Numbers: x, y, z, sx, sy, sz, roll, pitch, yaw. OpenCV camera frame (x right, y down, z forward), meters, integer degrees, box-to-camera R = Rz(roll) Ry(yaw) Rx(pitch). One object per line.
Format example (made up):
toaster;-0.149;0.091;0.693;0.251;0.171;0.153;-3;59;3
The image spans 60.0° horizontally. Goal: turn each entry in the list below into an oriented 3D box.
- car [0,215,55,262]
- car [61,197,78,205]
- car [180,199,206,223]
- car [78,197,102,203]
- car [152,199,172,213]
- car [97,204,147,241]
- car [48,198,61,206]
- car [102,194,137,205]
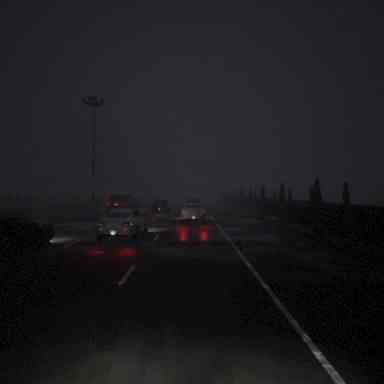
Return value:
car;-6.901;1.547;12.072;2.033;1.411;5.357;0;0;0
car;-17.533;1.474;50.328;1.882;1.535;5.008;0;0;1
car;0.101;1.524;25.147;1.812;1.442;4.674;0;0;0
car;-14.056;1.474;47.339;1.882;1.535;5.008;0;0;0
car;-3.404;1.503;37.168;1.837;1.490;4.892;0;0;0
car;-3.401;1.525;16.604;1.812;1.442;4.674;0;0;0
car;-21.006;1.597;52.689;1.895;1.301;4.718;0;0;0
car;-6.903;1.219;33.060;2.150;2.045;5.566;0;0;0
